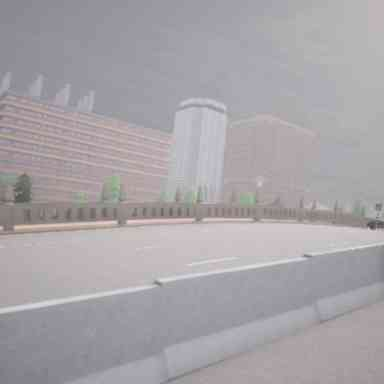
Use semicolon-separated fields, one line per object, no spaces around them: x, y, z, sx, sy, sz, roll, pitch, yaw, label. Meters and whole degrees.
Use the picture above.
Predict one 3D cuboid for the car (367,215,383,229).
17.504;2.711;29.176;5.357;1.411;2.033;7;-4;-35;car
